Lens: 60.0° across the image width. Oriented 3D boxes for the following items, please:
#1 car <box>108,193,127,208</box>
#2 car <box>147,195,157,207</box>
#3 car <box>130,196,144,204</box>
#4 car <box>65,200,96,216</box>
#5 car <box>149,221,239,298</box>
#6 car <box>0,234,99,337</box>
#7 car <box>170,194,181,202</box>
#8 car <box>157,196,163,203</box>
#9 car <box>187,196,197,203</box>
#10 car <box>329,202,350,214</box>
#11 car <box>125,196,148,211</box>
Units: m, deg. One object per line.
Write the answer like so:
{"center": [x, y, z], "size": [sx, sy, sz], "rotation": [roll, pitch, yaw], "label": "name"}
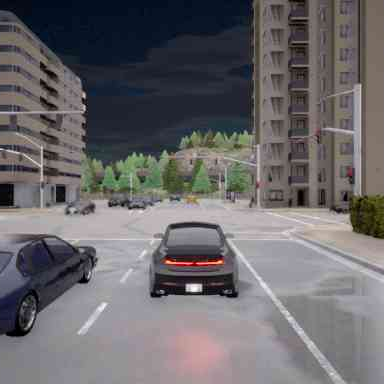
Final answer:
{"center": [-10.676, 1.220, 48.652], "size": [2.150, 2.045, 5.566], "rotation": [0, 0, 0], "label": "car"}
{"center": [-7.179, 1.351, 52.111], "size": [2.097, 1.767, 4.553], "rotation": [0, 0, 0], "label": "car"}
{"center": [-10.652, 1.564, 64.615], "size": [1.994, 1.385, 4.181], "rotation": [0, 0, 0], "label": "car"}
{"center": [-10.655, 1.491, 32.059], "size": [2.128, 1.511, 4.902], "rotation": [0, 0, 0], "label": "car"}
{"center": [0.049, 1.505, 8.505], "size": [1.837, 1.490, 4.892], "rotation": [0, 0, 0], "label": "car"}
{"center": [-3.461, 1.547, 6.576], "size": [2.033, 1.411, 5.357], "rotation": [0, 0, 0], "label": "car"}
{"center": [-3.625, 1.194, 72.963], "size": [2.097, 1.767, 4.553], "rotation": [0, 0, 0], "label": "car"}
{"center": [-7.120, 1.564, 69.078], "size": [1.994, 1.385, 4.181], "rotation": [0, 0, 0], "label": "car"}
{"center": [-0.037, 1.477, 70.059], "size": [1.882, 1.535, 5.008], "rotation": [0, 0, 0], "label": "car"}
{"center": [17.286, 1.547, 34.639], "size": [5.357, 1.411, 2.033], "rotation": [0, 0, 0], "label": "car"}
{"center": [-6.792, 1.564, 40.981], "size": [1.994, 1.385, 4.181], "rotation": [0, 0, -6], "label": "car"}
